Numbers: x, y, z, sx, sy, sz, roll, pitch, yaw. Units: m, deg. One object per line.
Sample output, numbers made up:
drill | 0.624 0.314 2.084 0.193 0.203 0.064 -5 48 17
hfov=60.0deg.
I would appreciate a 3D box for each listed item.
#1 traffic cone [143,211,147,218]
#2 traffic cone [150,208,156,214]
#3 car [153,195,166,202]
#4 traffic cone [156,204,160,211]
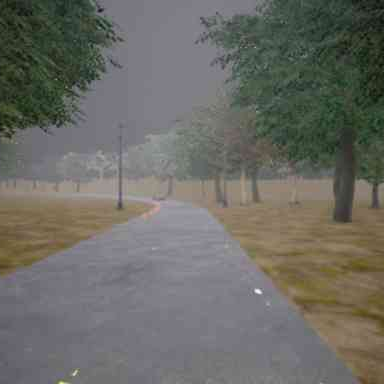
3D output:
traffic cone | -4.209 1.987 29.491 0.340 0.580 0.340 0 0 0
traffic cone | -4.211 1.984 34.494 0.340 0.580 0.340 0 0 0
car | -6.864 1.270 69.014 2.033 1.411 5.357 -1 1 -18
traffic cone | -4.217 1.971 39.473 0.340 0.580 0.340 0 0 -1
